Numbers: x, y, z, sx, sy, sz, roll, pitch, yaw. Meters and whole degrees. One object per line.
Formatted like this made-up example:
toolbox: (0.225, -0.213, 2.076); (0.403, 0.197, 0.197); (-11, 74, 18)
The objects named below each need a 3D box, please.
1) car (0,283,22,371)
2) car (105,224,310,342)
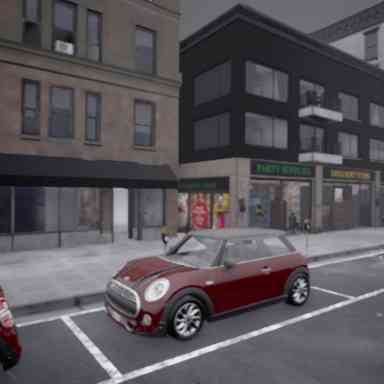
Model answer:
car: (-4.067, 1.425, 3.287); (4.097, 1.590, 1.967); (1, 0, -36)
car: (0.419, 1.478, 6.488); (4.097, 1.590, 1.967); (1, 0, -36)
